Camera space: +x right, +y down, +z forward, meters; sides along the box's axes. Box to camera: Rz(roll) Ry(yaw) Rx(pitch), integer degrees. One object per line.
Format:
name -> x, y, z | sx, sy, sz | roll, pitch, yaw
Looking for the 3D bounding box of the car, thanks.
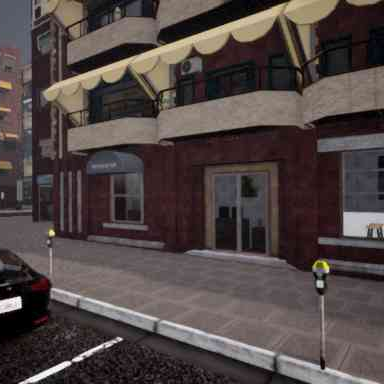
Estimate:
car -> -4.164, 1.567, 5.706 | 4.313, 1.339, 1.947 | 0, -1, 36
